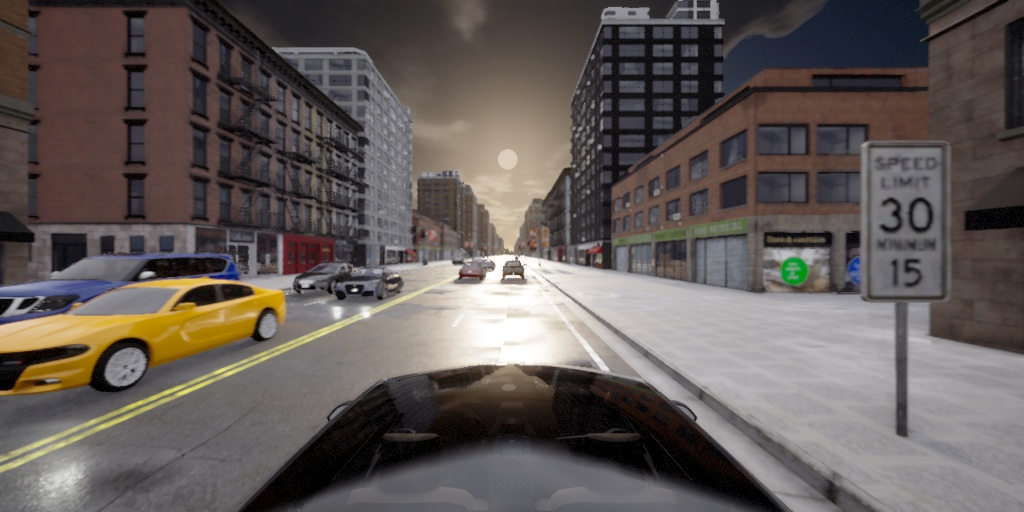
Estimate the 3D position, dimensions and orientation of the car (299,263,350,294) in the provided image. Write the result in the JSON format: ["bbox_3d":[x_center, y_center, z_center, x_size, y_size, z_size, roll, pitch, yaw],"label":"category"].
[{"bbox_3d":[-9.839,1.147,19.569,2.128,1.511,4.902,0,0,0],"label":"car"}]

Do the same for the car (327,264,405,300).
[{"bbox_3d":[-6.589,1.233,17.014,1.994,1.385,4.181,0,0,0],"label":"car"}]

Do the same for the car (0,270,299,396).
[{"bbox_3d":[-6.599,1.200,6.902,1.882,1.535,5.008,0,0,0],"label":"car"}]

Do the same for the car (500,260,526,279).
[{"bbox_3d":[0.101,1.105,30.194,1.837,1.490,4.892,0,1,0],"label":"car"}]

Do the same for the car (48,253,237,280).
[{"bbox_3d":[-9.851,0.931,9.437,2.150,2.045,5.566,0,0,0],"label":"car"}]

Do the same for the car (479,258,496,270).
[{"bbox_3d":[-3.176,1.074,47.096,1.994,1.385,4.181,0,0,0],"label":"car"}]

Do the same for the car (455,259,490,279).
[{"bbox_3d":[-3.225,1.166,29.788,1.994,1.385,4.181,0,0,1],"label":"car"}]
